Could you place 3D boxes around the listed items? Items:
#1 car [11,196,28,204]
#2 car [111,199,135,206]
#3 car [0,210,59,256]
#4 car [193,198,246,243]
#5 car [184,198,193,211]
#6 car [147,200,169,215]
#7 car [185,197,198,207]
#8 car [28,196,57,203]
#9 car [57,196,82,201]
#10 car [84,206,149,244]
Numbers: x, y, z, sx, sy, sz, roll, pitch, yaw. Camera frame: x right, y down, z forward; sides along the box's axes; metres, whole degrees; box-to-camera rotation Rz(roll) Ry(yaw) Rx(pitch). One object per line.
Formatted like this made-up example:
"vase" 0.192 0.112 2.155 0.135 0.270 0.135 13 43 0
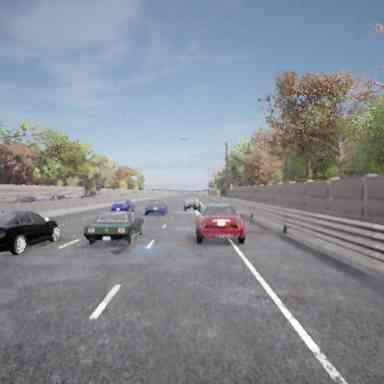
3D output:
"car" -24.589 1.417 48.857 1.837 1.490 4.892 0 0 0
"car" -6.912 1.462 33.430 1.812 1.442 4.674 0 0 0
"car" -6.906 1.447 13.033 1.882 1.535 5.008 0 0 0
"car" 1.215 1.316 15.901 2.097 1.767 4.553 0 0 0
"car" 0.017 1.528 38.783 1.895 1.301 4.718 0 0 0
"car" -3.414 1.501 32.894 1.994 1.385 4.181 0 0 0
"car" -0.026 1.512 50.119 1.895 1.301 4.718 0 0 0
"car" -21.093 1.460 48.147 2.033 1.411 5.357 0 0 0
"car" -17.594 1.404 49.335 2.128 1.511 4.902 0 0 0
"car" -3.405 1.566 15.509 1.895 1.301 4.718 0 0 0
